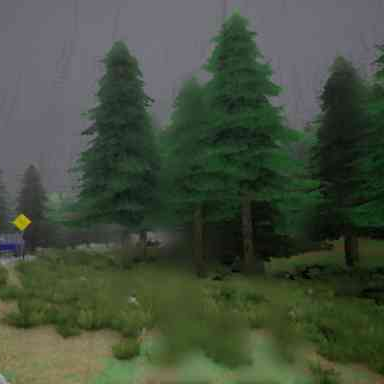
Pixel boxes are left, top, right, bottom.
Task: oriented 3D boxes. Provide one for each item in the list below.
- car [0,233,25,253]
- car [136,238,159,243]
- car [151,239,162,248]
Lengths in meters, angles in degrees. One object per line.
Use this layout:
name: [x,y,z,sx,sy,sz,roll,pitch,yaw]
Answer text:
car: [-15.442,4.230,26.093,2.150,2.045,5.566,-4,-9,4]
car: [-5.844,7.076,45.418,1.882,1.535,5.008,-4,-8,18]
car: [-7.180,10.299,66.287,1.882,1.535,5.008,-2,-9,-9]
